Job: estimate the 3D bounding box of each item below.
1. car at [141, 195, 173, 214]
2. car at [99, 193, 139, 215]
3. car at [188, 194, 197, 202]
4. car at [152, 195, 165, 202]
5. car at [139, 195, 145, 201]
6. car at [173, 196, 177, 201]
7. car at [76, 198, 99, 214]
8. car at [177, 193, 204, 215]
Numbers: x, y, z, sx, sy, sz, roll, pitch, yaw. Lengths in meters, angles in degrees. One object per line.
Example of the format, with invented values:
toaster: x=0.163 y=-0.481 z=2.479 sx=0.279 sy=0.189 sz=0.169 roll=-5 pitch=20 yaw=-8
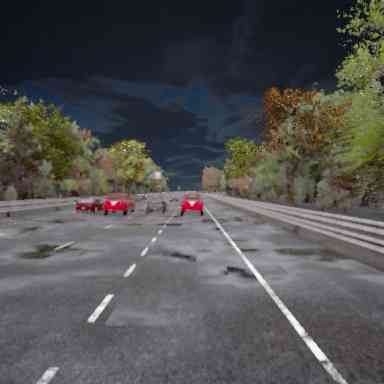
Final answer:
car: x=-3.463 y=1.388 z=33.951 sx=2.128 sy=1.511 sz=4.902 roll=0 pitch=0 yaw=1
car: x=-6.982 y=1.126 z=32.307 sx=2.150 sy=2.045 sz=5.566 roll=0 pitch=1 yaw=0
car: x=0.129 y=1.275 z=68.604 sx=1.882 sy=1.535 sz=5.008 roll=0 pitch=0 yaw=1
car: x=-6.899 y=1.346 z=68.205 sx=2.033 sy=1.411 sz=5.357 roll=0 pitch=0 yaw=1
car: x=-10.379 y=1.292 z=67.872 sx=2.128 sy=1.511 sz=4.902 roll=0 pitch=0 yaw=1
car: x=-3.388 y=1.399 z=68.454 sx=1.895 sy=1.301 sz=4.718 roll=0 pitch=0 yaw=1
car: x=-10.457 y=1.372 z=34.556 sx=1.882 sy=1.535 sz=5.008 roll=0 pitch=0 yaw=1
car: x=0.018 y=1.126 z=32.332 sx=2.150 sy=2.045 sz=5.566 roll=0 pitch=1 yaw=0
